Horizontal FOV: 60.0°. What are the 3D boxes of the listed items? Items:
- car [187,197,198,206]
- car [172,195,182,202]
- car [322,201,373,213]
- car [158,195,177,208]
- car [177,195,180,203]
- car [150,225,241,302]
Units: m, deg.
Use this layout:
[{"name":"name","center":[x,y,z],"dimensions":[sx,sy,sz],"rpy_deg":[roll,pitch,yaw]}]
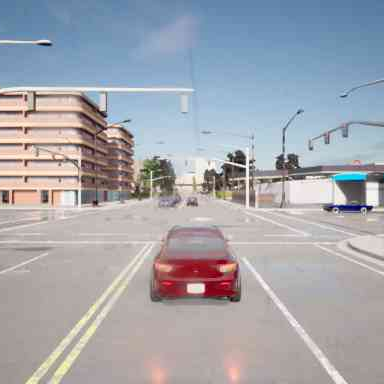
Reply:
[{"name":"car","center":[0.063,1.547,55.759],"dimensions":[2.033,1.411,5.357],"rpy_deg":[0,0,0]},{"name":"car","center":[-3.562,1.525,80.989],"dimensions":[2.128,1.511,4.902],"rpy_deg":[0,0,0]},{"name":"car","center":[16.508,1.601,35.464],"dimensions":[4.718,1.301,1.895],"rpy_deg":[0,0,1]},{"name":"car","center":[-3.627,1.352,47.418],"dimensions":[2.097,1.767,4.553],"rpy_deg":[0,0,0]},{"name":"car","center":[-3.618,1.601,60.166],"dimensions":[1.895,1.301,4.718],"rpy_deg":[0,0,0]},{"name":"car","center":[0.076,1.526,8.154],"dimensions":[1.812,1.442,4.674],"rpy_deg":[0,0,0]}]
